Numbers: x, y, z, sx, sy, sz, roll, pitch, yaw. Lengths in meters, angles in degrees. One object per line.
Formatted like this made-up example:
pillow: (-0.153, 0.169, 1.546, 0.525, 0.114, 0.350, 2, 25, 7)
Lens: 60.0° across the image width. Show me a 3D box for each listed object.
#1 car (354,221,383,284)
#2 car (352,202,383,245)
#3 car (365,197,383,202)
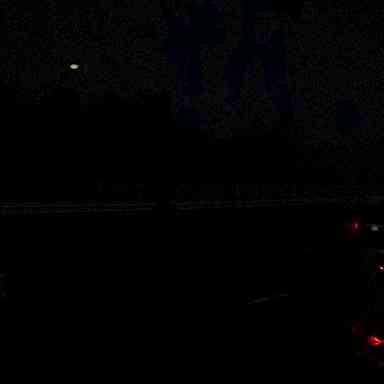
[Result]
car: (6.513, 1.576, 8.362, 4.902, 1.511, 2.128, 0, 0, -35)
car: (8.931, 1.467, 14.271, 4.553, 1.767, 2.097, 0, 0, -35)
car: (26.168, 1.486, 47.120, 4.674, 1.442, 1.812, -1, 0, -33)
